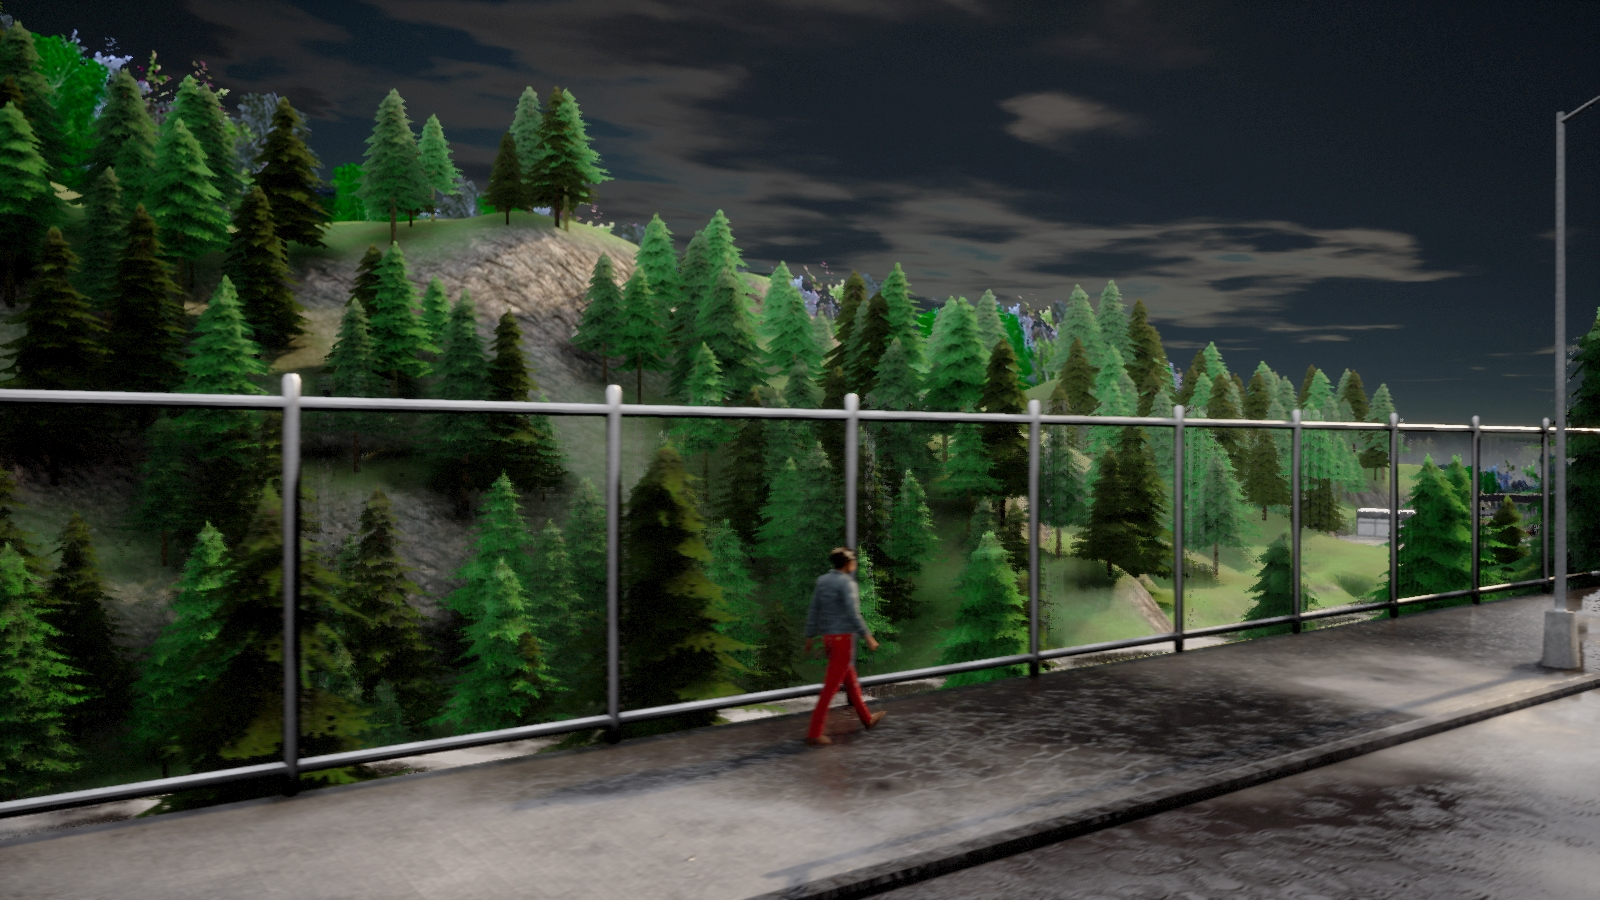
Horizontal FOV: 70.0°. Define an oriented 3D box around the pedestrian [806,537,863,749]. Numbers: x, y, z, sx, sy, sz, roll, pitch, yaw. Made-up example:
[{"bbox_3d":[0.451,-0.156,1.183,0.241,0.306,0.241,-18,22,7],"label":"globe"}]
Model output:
[{"bbox_3d":[0.317,1.745,10.472,0.375,1.860,0.375,0,0,-33],"label":"pedestrian"}]
